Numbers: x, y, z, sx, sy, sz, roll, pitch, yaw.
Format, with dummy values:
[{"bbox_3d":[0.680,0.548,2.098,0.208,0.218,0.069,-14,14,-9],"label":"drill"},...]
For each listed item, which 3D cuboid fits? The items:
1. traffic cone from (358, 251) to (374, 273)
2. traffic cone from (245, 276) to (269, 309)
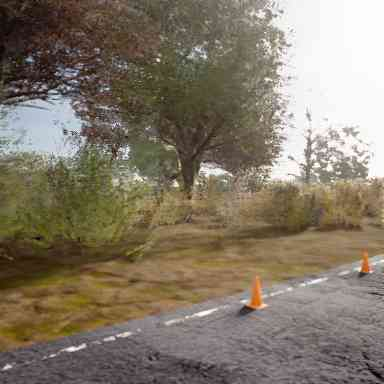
[{"bbox_3d":[5.150,2.058,9.853,0.340,0.580,0.340,1,-1,-40],"label":"traffic cone"},{"bbox_3d":[1.328,2.017,6.773,0.340,0.580,0.340,1,-1,-38],"label":"traffic cone"}]
